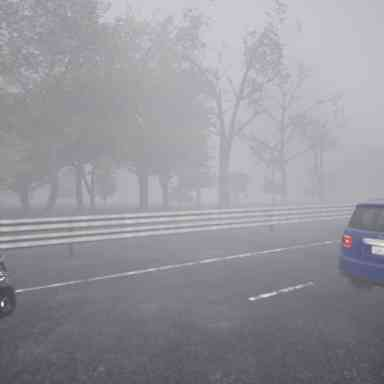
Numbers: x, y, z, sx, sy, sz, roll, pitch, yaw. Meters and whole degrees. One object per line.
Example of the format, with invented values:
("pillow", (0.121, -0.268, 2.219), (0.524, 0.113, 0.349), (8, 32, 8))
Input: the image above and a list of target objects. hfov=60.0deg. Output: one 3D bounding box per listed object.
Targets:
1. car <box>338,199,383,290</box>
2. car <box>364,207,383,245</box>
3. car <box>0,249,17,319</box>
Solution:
("car", (5.703, 1.168, 7.718), (5.566, 2.045, 2.150), (0, 0, -35))
("car", (9.919, 1.407, 14.853), (4.892, 1.490, 1.837), (0, 0, -34))
("car", (-5.375, 1.232, 4.198), (5.566, 2.045, 2.150), (-1, 0, -36))
